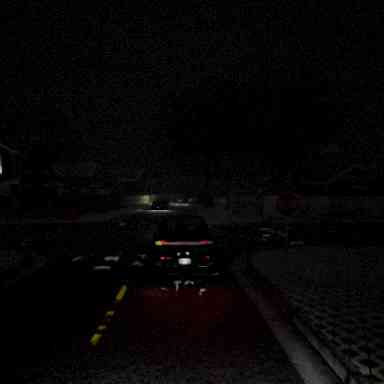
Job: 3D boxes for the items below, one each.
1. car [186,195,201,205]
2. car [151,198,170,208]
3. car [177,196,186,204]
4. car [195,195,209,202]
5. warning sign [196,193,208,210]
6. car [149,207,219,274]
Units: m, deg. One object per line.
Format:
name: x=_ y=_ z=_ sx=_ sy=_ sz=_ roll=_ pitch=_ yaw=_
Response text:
car: x=0.572 y=1.515 z=60.706 sx=1.812 sy=1.442 sz=4.674 roll=0 pitch=0 yaw=9
car: x=-4.013 y=1.522 z=43.147 sx=2.033 sy=1.411 sz=5.357 roll=0 pitch=0 yaw=3
car: x=-1.743 y=1.493 z=64.580 sx=1.812 sy=1.442 sz=4.674 roll=0 pitch=0 yaw=9
car: x=2.153 y=1.364 z=70.841 sx=2.033 sy=1.411 sz=5.357 roll=1 pitch=0 yaw=12
warning sign: x=1.154 y=1.094 z=38.345 sx=1.300 sy=1.860 sz=1.060 roll=3 pitch=3 yaw=1
car: x=-0.318 y=1.471 z=10.554 sx=2.128 sy=1.511 sz=4.902 roll=0 pitch=0 yaw=-3
